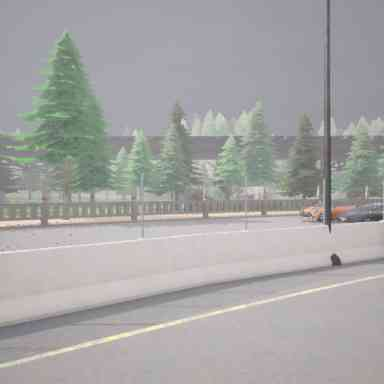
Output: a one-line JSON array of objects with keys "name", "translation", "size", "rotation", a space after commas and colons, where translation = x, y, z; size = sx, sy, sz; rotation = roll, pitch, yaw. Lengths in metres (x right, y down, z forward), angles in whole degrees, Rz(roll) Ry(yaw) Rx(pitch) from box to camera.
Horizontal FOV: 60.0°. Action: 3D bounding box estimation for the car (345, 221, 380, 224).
[{"name": "car", "translation": [11.704, 1.505, 21.716], "size": [4.892, 1.490, 1.837], "rotation": [0, 0, -22]}]
